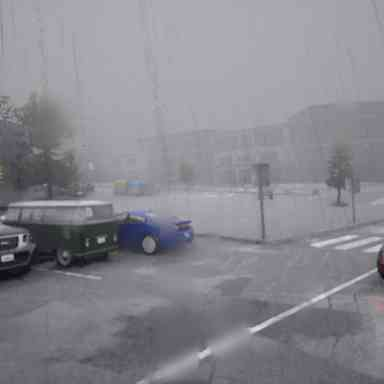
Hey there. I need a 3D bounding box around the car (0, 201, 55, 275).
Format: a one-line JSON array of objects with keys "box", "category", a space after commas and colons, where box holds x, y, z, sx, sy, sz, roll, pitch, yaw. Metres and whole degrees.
[{"box": [-6.829, 1.296, 9.326, 5.566, 2.045, 2.435, -1, -1, 29], "category": "car"}]

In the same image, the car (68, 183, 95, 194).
[{"box": [-17.846, -0.621, 55.260, 2.163, 1.488, 4.792, 0, 6, 10], "category": "car"}]

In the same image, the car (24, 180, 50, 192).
[{"box": [-28.258, -1.169, 60.825, 2.185, 1.767, 4.553, -1, 6, 8], "category": "car"}]

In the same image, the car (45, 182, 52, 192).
[{"box": [-23.025, -0.818, 58.131, 2.002, 1.452, 4.674, 0, 6, 9], "category": "car"}]

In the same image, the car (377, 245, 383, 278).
[{"box": [6.414, 1.433, 8.558, 4.181, 1.385, 1.994, -1, 0, -43], "category": "car"}]

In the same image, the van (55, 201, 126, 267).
[{"box": [-4.691, 1.284, 11.351, 4.442, 1.987, 1.878, -1, 0, 29], "category": "van"}]

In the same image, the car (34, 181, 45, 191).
[{"box": [-25.627, -0.956, 59.515, 2.097, 1.535, 5.008, 0, 6, 8], "category": "car"}]

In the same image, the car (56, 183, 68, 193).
[{"box": [-20.422, -0.758, 56.726, 2.231, 1.521, 4.892, 0, 6, 9], "category": "car"}]

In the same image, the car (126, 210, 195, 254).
[{"box": [-2.312, 1.466, 13.253, 5.008, 1.535, 2.097, -1, 0, 29], "category": "car"}]
